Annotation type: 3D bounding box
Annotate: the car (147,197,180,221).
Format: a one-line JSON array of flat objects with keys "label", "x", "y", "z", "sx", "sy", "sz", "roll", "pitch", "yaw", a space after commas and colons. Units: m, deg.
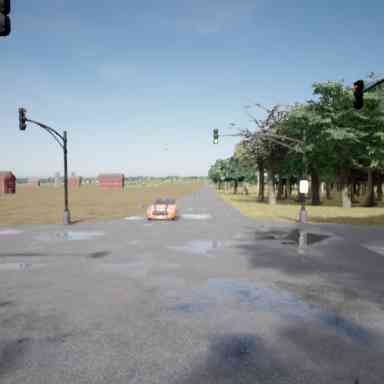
[{"label": "car", "x": -2.169, "y": 1.213, "z": 26.044, "sx": 2.097, "sy": 1.767, "sz": 4.553, "roll": 0, "pitch": 0, "yaw": 3}]
